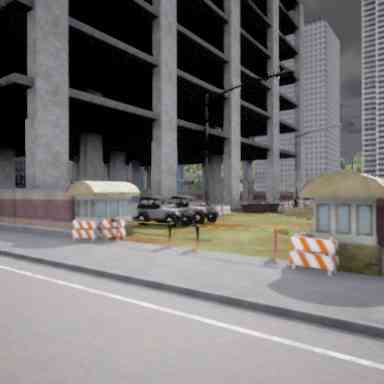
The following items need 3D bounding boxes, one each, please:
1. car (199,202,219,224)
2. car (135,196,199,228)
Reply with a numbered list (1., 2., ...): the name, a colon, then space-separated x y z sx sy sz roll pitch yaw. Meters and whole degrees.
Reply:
1. car: -0.140 1.209 23.637 3.866 1.878 1.905 0 0 36
2. car: -1.860 1.209 21.251 3.866 1.878 1.905 0 0 36
